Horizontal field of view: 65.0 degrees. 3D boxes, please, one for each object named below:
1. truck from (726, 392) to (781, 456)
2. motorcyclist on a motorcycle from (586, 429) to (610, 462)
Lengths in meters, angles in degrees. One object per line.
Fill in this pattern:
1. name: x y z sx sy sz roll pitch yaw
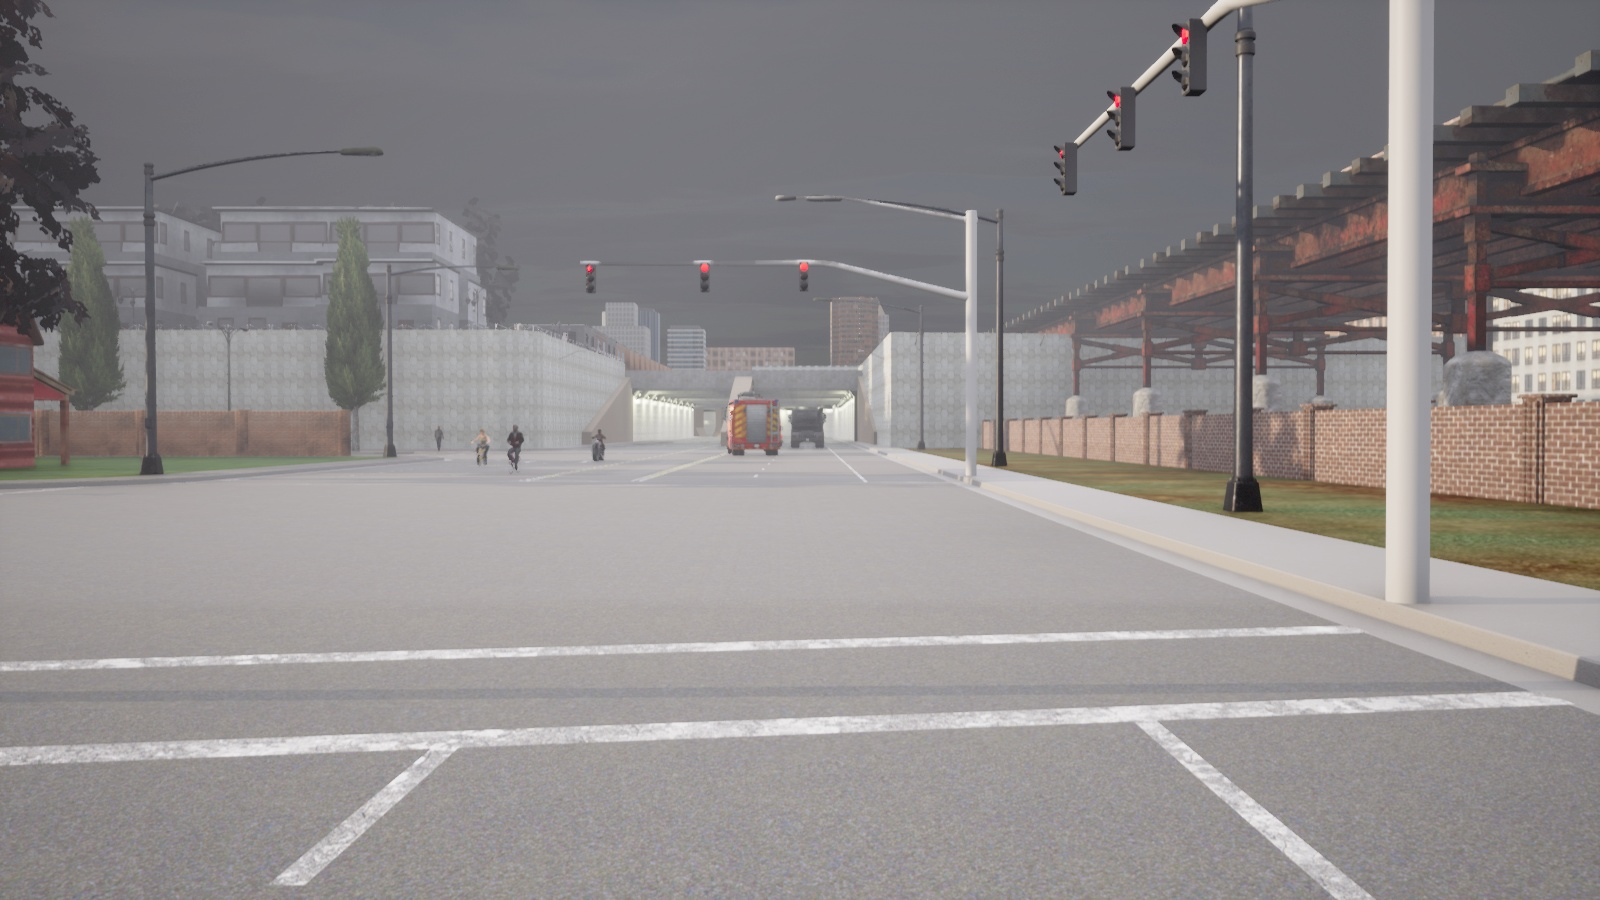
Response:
1. truck: -3.004 -1.609 78.625 2.891 3.827 8.468 0 1 -6
2. motorcyclist on a motorcycle: -10.123 -0.244 63.018 0.766 1.649 2.350 1 1 0
